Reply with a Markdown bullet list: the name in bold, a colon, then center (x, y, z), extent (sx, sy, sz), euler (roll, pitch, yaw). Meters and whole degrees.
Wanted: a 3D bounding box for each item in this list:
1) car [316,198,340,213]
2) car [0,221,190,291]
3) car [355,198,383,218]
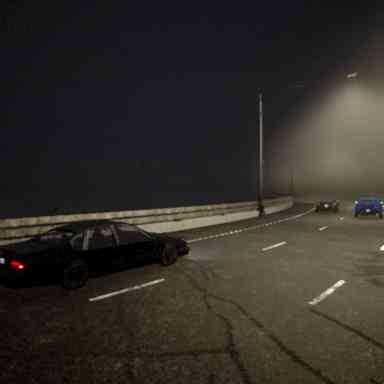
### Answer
- **car**: center (13.444, 1.267, 32.885), extent (1.994, 1.385, 4.181), euler (0, 0, 26)
- **car**: center (-2.415, 1.506, 9.048), extent (2.033, 1.411, 5.357), euler (0, 0, 41)
- **car**: center (14.319, 1.213, 26.936), extent (1.882, 1.535, 5.008), euler (0, 0, 29)
